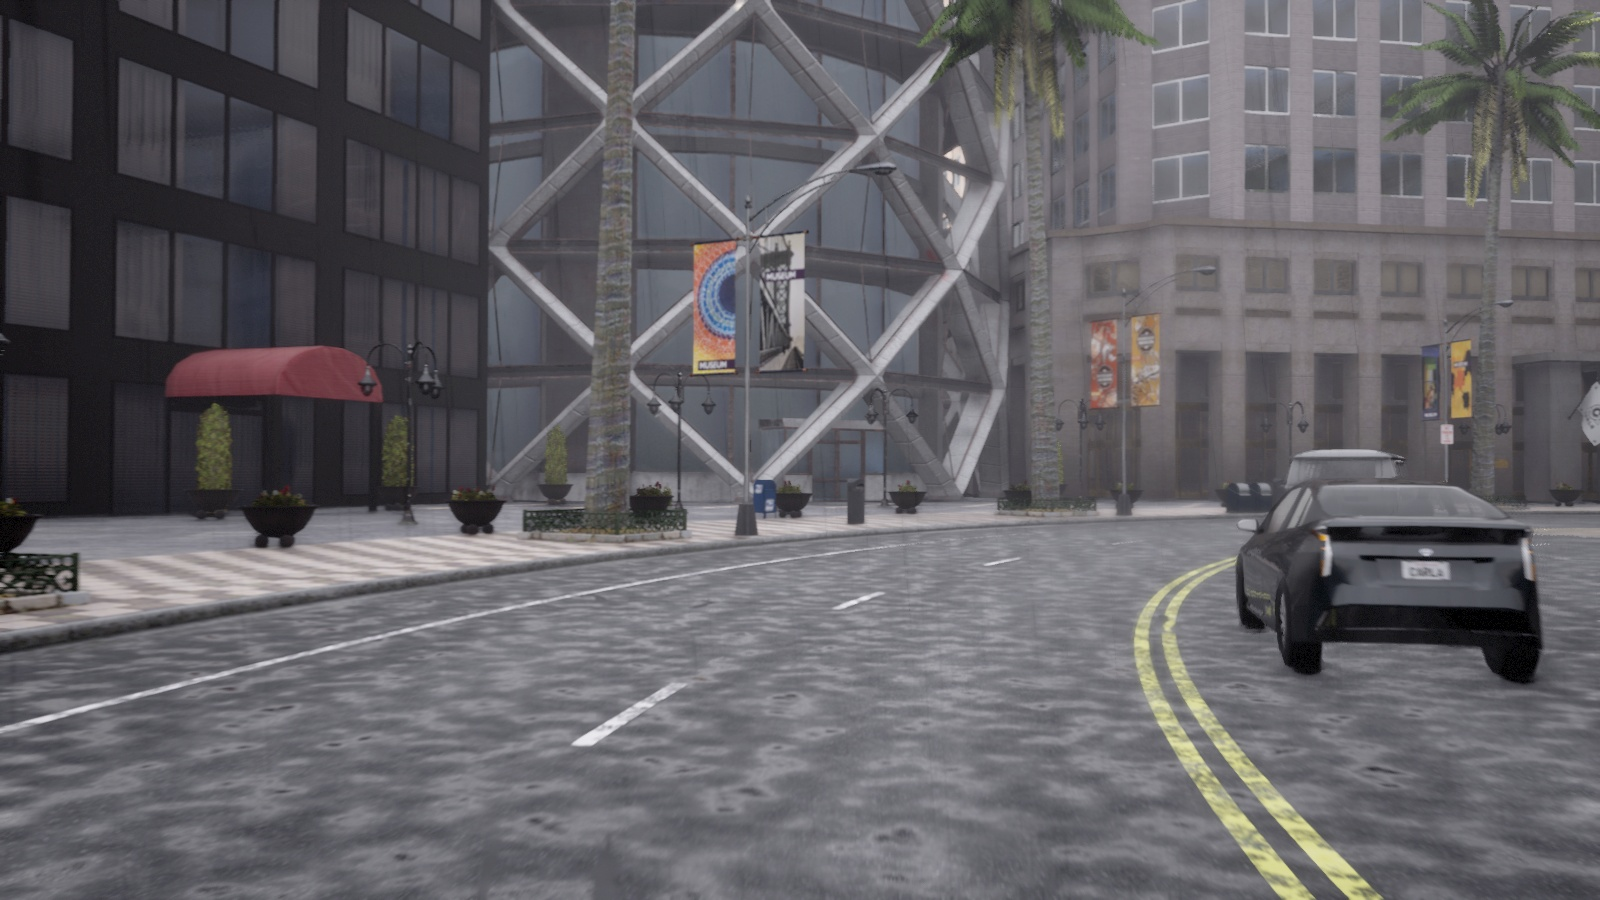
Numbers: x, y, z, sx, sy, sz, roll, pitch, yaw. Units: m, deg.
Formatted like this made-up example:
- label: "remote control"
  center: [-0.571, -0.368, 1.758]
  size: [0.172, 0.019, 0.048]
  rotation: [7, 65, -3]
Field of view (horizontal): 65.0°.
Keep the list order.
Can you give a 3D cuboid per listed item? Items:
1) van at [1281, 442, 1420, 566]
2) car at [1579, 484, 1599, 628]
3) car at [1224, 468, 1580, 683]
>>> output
- label: "van"
  center: [9.960, 0.912, 22.536]
  size: [1.775, 1.987, 4.442]
  rotation: [-1, -1, 30]
- label: "car"
  center: [8.318, 1.001, 9.951]
  size: [2.033, 1.411, 5.357]
  rotation: [0, -1, 13]
- label: "car"
  center: [5.098, 0.935, 11.351]
  size: [2.007, 1.525, 4.514]
  rotation: [0, -1, 14]
